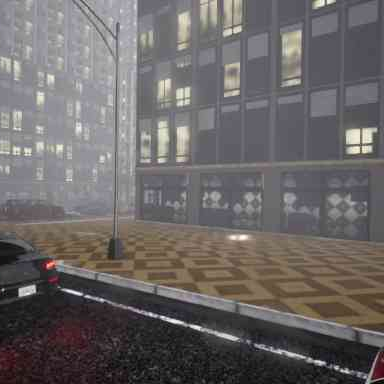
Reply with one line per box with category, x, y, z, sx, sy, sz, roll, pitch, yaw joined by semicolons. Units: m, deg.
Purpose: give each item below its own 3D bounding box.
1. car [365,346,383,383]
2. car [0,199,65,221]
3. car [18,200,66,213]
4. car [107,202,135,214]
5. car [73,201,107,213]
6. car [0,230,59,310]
car;3.196;1.353;1.409;4.553;1.767;2.097;0;0;35
car;-13.796;1.519;29.249;2.192;1.841;5.009;1;0;36
car;-17.303;1.643;38.621;1.752;1.417;4.829;1;0;36
car;-7.007;1.830;38.468;1.752;1.417;4.829;1;0;36
car;-12.419;1.765;40.871;1.994;1.385;4.181;1;0;36
car;-4.696;1.522;7.020;4.674;1.442;1.812;0;0;35
